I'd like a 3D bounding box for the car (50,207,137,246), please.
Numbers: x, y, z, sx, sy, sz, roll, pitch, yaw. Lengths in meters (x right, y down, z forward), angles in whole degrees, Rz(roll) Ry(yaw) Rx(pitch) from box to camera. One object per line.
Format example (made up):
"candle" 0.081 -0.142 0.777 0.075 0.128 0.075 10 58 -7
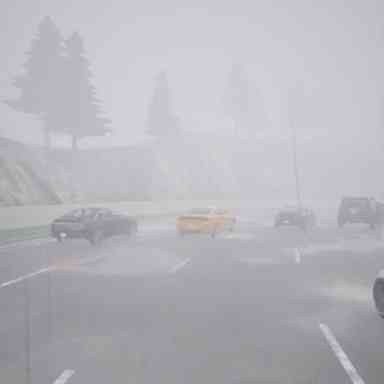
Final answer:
"car" -4.205 1.451 15.118 2.128 1.511 4.902 0 0 18

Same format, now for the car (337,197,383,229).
"car" 11.611 1.344 22.831 2.150 2.045 5.566 0 0 36

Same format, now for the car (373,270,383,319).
"car" 4.121 1.568 4.348 1.812 1.442 4.674 0 0 7

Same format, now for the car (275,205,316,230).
"car" 6.770 1.598 21.716 1.812 1.442 4.674 0 0 31

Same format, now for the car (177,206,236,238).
"car" 0.924 1.490 18.024 1.882 1.535 5.008 0 0 23
